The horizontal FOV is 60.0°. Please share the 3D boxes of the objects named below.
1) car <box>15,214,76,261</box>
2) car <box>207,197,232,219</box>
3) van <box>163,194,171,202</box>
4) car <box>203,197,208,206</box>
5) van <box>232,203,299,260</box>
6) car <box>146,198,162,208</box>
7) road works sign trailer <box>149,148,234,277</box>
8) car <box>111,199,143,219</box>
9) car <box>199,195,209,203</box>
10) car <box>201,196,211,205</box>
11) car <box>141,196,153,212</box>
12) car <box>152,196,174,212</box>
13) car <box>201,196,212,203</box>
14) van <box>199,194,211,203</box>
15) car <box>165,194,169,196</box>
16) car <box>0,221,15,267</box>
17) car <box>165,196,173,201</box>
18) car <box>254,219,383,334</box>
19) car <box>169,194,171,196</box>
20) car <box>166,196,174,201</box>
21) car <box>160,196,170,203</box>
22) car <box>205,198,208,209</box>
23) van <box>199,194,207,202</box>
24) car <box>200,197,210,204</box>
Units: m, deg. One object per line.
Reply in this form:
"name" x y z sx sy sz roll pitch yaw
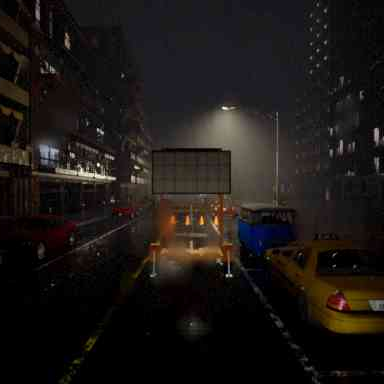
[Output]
"car" -5.715 1.546 12.223 1.887 1.381 4.507 0 0 0
"car" 2.637 1.452 28.817 1.967 1.590 4.097 0 0 0
"van" -5.827 1.418 78.544 1.690 1.788 3.998 0 0 0
"car" 2.619 1.604 39.871 1.802 1.307 4.206 0 0 0
"van" 2.664 1.343 12.237 1.690 1.788 3.998 0 0 0
"car" -5.779 1.584 50.911 2.008 1.369 4.403 0 0 0
"road works sign trailer" -0.018 0.465 10.231 2.380 3.560 2.880 0 0 0
"car" -5.743 1.557 28.804 1.887 1.381 4.507 0 0 0
"car" 2.563 1.507 73.030 1.967 1.590 4.097 0 0 0
"car" 2.582 1.574 62.146 1.752 1.417 4.829 0 0 0
"car" -5.761 1.547 39.688 1.752 1.417 4.829 0 0 0
"car" -3.156 1.525 38.530 1.837 1.490 4.892 0 0 0
"car" 2.610 1.609 45.397 1.802 1.307 4.206 0 0 0
"van" 2.591 1.381 56.451 1.690 1.788 3.998 0 0 0
"car" -5.798 1.488 61.963 1.967 1.590 4.097 0 0 0
"car" -5.705 1.526 6.528 1.752 1.417 4.829 0 0 0
"car" -5.834 1.670 84.070 1.802 1.307 4.206 0 0 0
"car" 2.674 1.526 6.881 1.752 1.417 4.829 0 0 0
"car" -5.807 1.623 67.490 1.947 1.339 4.313 0 0 0
"car" -5.843 1.681 89.596 1.802 1.307 4.206 0 0 0
"car" -5.816 1.611 73.017 1.887 1.381 4.507 0 0 0
"car" 2.628 1.542 34.514 1.752 1.417 4.829 0 0 0
"van" 2.553 1.418 78.558 1.690 1.788 3.998 0 0 0
"car" 2.574 1.623 67.504 1.947 1.339 4.313 0 0 0
